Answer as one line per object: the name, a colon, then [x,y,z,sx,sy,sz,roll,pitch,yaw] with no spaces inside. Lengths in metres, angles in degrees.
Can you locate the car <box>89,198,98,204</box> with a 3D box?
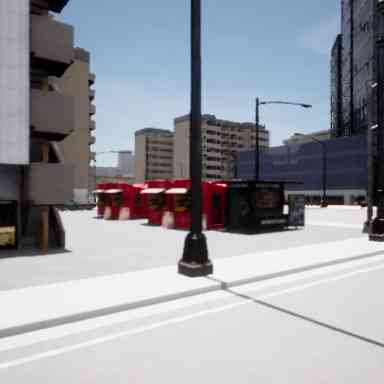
car: [-23.533,2.257,78.691,2.097,1.767,4.553,0,0,-36]
